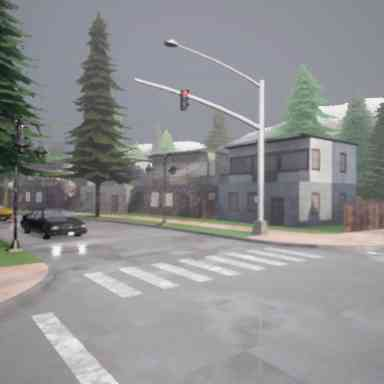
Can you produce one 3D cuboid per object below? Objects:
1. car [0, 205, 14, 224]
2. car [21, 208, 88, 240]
[{"bbox_3d":[-14.781,1.486,24.118,5.008,1.535,1.882,1,0,38],"label":"car"},{"bbox_3d":[-7.453,1.573,17.638,2.033,1.411,5.357,1,0,-42],"label":"car"}]
